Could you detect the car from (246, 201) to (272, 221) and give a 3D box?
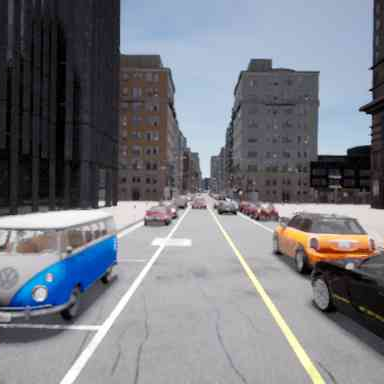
[{"bbox_3d":[6.276,1.633,29.342,1.967,1.590,4.097,1,0,1],"label":"car"}]

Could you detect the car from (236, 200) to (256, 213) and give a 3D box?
[{"bbox_3d":[6.528,1.770,40.617,1.887,1.381,4.507,1,0,1],"label":"car"}]

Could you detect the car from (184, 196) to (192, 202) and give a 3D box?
[{"bbox_3d":[-1.007,1.690,84.591,1.752,1.417,4.829,1,0,1],"label":"car"}]

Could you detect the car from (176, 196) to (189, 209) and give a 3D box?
[{"bbox_3d":[-1.867,1.681,46.473,1.947,1.339,4.313,1,0,1],"label":"car"}]

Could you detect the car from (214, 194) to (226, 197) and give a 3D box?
[{"bbox_3d":[7.522,1.607,84.542,2.192,1.841,5.009,1,0,1],"label":"car"}]

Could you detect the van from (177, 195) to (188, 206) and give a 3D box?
[{"bbox_3d":[-1.610,1.487,57.752,1.690,1.788,3.998,1,0,1],"label":"van"}]

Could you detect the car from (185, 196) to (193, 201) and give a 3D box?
[{"bbox_3d":[-0.877,1.733,90.415,1.947,1.339,4.313,1,0,1],"label":"car"}]

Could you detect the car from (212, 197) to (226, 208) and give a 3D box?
[{"bbox_3d":[4.031,1.808,48.077,1.895,1.301,4.718,1,0,1],"label":"car"}]

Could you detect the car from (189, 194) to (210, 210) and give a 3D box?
[{"bbox_3d":[0.993,1.511,46.433,2.097,1.767,4.553,1,0,1],"label":"car"}]

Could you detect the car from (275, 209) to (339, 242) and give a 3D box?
[{"bbox_3d":[6.021,1.708,18.066,2.008,1.369,4.403,1,0,1],"label":"car"}]

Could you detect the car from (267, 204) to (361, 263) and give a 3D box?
[{"bbox_3d":[4.098,1.456,10.984,2.097,1.767,4.553,1,0,1],"label":"car"}]

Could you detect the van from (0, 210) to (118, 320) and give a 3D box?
[{"bbox_3d":[-2.752,1.329,7.005,1.690,1.788,3.998,1,0,1],"label":"van"}]

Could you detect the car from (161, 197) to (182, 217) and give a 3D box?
[{"bbox_3d":[-2.246,1.506,29.559,1.967,1.590,4.097,1,0,1],"label":"car"}]

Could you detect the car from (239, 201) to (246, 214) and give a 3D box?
[{"bbox_3d":[6.401,1.791,34.980,1.802,1.307,4.206,1,0,1],"label":"car"}]

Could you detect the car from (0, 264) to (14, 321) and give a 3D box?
[{"bbox_3d":[-2.886,1.487,1.193,1.752,1.417,4.829,1,0,1],"label":"car"}]

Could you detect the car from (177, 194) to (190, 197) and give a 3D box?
[{"bbox_3d":[-1.737,1.447,52.112,2.192,1.841,5.009,1,0,1],"label":"car"}]

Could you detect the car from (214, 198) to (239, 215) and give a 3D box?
[{"bbox_3d":[3.837,1.738,36.733,1.994,1.385,4.181,1,0,2],"label":"car"}]

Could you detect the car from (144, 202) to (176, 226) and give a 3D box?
[{"bbox_3d":[-2.374,1.631,23.918,1.802,1.307,4.206,1,0,1],"label":"car"}]

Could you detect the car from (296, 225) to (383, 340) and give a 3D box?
[{"bbox_3d":[3.600,1.552,4.930,1.882,1.535,5.008,1,0,-7],"label":"car"}]
